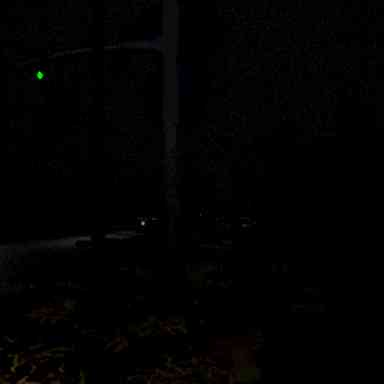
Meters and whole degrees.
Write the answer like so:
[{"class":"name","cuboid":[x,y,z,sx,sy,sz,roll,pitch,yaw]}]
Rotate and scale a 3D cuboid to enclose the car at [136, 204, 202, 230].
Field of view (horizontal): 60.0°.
[{"class":"car","cuboid":[-1.293,1.475,20.423,2.128,1.511,4.902,0,0,35]}]
